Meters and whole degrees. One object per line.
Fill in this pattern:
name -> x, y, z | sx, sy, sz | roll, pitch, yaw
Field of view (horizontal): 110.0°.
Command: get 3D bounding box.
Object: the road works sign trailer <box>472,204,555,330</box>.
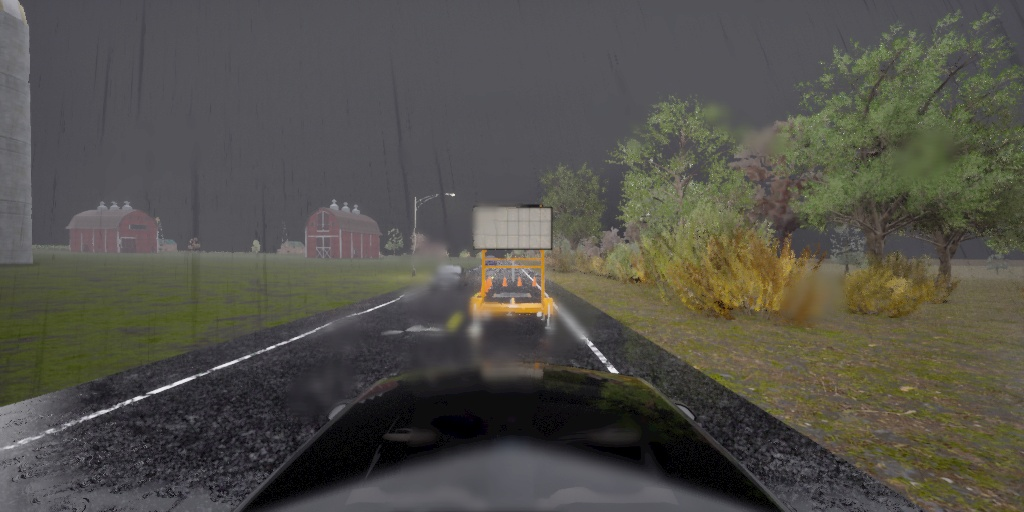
road works sign trailer -> 0.037, 0.213, 11.122 | 2.380, 3.560, 2.880 | 0, 0, 0

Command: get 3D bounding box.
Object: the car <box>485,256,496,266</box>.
car -> -3.978, 0.972, 62.561 | 2.150, 2.045, 5.566 | 0, 0, -1

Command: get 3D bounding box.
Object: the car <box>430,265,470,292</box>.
car -> -3.601, 1.273, 21.519 | 1.812, 1.442, 4.674 | 0, 0, 0
